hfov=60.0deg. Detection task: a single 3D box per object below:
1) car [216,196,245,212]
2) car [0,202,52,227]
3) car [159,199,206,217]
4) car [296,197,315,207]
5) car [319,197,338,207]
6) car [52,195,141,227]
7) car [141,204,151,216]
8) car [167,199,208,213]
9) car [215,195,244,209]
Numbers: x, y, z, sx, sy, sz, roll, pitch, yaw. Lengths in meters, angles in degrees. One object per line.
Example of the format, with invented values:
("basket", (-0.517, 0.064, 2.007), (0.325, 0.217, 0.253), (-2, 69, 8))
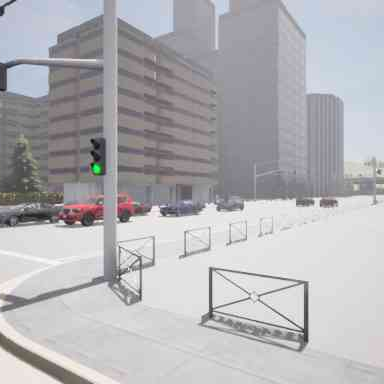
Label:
("car", (4.679, 1.525, 39.790), (1.812, 1.442, 4.674), (0, 0, 35))
("car", (-11.213, 1.491, 22.925), (2.128, 1.511, 4.902), (0, 0, 35))
("car", (-1.006, 1.600, 31.569), (1.895, 1.301, 4.718), (0, 0, 35))
("car", (17.950, 1.477, 52.546), (1.882, 1.535, 5.008), (0, 0, 35))
("car", (20.874, 1.477, 50.652), (1.882, 1.535, 5.008), (0, 0, 35))
("car", (-6.550, 1.221, 23.524), (2.150, 2.045, 5.566), (0, 0, 35))
("car", (-5.953, 1.600, 30.557), (1.895, 1.301, 4.718), (0, 0, 35))
("car", (-0.407, 1.547, 38.601), (2.033, 1.411, 5.357), (0, 0, 35))
("car", (5.385, 1.351, 46.938), (2.097, 1.767, 4.553), (0, 0, 35))
